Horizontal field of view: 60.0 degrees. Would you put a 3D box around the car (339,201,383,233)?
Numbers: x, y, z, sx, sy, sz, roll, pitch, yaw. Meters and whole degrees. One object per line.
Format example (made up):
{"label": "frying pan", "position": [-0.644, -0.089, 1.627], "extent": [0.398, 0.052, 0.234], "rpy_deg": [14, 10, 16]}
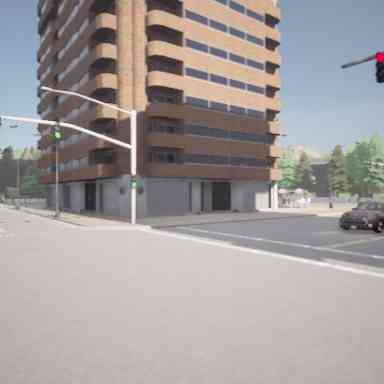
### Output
{"label": "car", "position": [10.586, 1.317, 19.395], "extent": [4.553, 1.767, 2.097], "rpy_deg": [0, 0, -36]}
